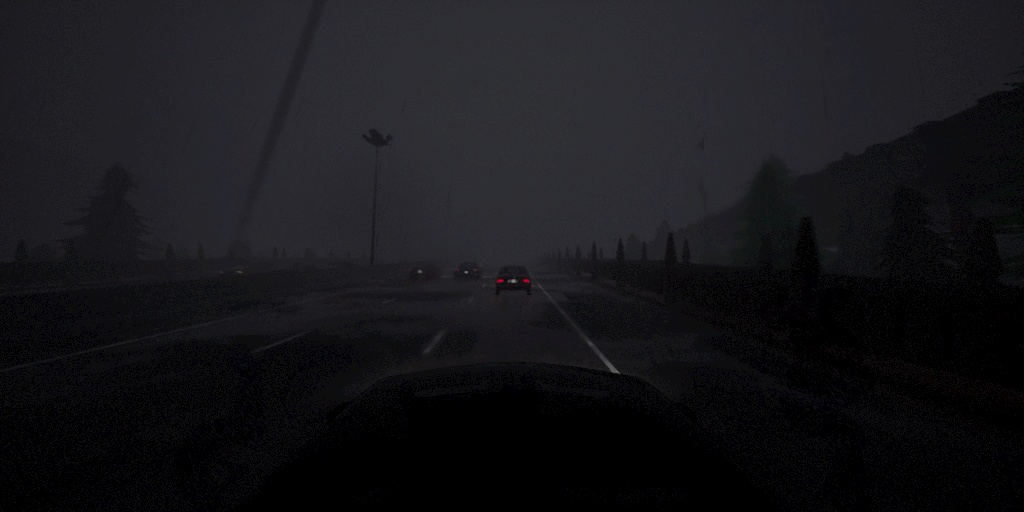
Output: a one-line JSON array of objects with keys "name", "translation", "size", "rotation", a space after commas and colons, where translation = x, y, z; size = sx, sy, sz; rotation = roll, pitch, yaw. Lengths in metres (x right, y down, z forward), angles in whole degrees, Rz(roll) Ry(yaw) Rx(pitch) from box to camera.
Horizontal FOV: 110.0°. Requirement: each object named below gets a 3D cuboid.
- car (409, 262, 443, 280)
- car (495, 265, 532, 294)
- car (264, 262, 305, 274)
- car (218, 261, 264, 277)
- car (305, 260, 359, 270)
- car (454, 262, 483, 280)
[{"name": "car", "translation": [-6.912, 1.160, 29.071], "size": [1.994, 1.385, 4.181], "rotation": [0, 0, 0]}, {"name": "car", "translation": [0.072, 1.195, 19.147], "size": [2.033, 1.411, 5.357], "rotation": [0, 0, 0]}, {"name": "car", "translation": [-17.601, 1.198, 29.435], "size": [1.895, 1.301, 4.718], "rotation": [0, 0, 0]}, {"name": "car", "translation": [-21.103, 1.146, 29.424], "size": [2.033, 1.411, 5.357], "rotation": [0, 0, 0]}, {"name": "car", "translation": [-14.100, 1.077, 28.902], "size": [1.882, 1.535, 5.008], "rotation": [0, 0, 0]}, {"name": "car", "translation": [-3.412, 1.160, 28.800], "size": [1.994, 1.385, 4.181], "rotation": [0, 0, 0]}]
